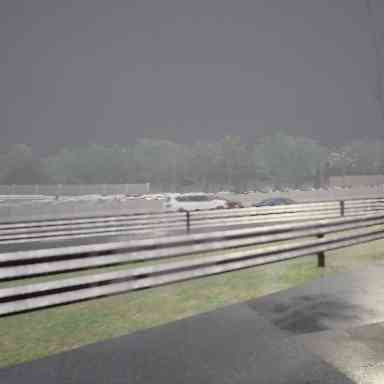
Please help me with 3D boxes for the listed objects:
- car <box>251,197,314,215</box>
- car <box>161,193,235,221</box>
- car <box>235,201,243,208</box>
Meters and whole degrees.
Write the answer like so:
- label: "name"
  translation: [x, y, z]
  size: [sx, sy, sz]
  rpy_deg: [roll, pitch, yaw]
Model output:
- label: "car"
  translation: [6.980, 1.155, 25.658]
  size: [5.008, 1.535, 1.882]
  rpy_deg: [-3, 1, -18]
- label: "car"
  translation: [0.266, 1.122, 27.148]
  size: [5.566, 2.045, 2.150]
  rpy_deg: [-3, 1, -18]
- label: "car"
  translation: [2.388, 1.226, 31.523]
  size: [5.008, 1.535, 1.882]
  rpy_deg: [-3, 1, -18]
